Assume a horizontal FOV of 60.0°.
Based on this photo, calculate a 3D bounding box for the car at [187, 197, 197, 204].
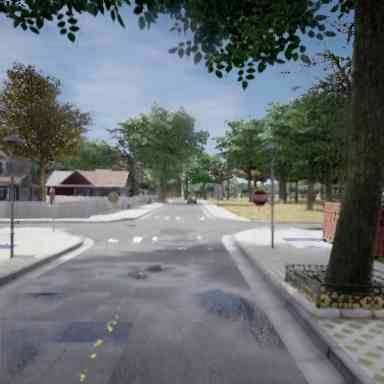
[{"bbox_3d":[0.009,1.755,66.999,1.812,1.442,4.674,0,0,0],"label":"car"}]

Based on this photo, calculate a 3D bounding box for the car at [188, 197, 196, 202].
[{"bbox_3d":[0.013,1.718,77.038,1.895,1.301,4.718,0,0,0],"label":"car"}]
